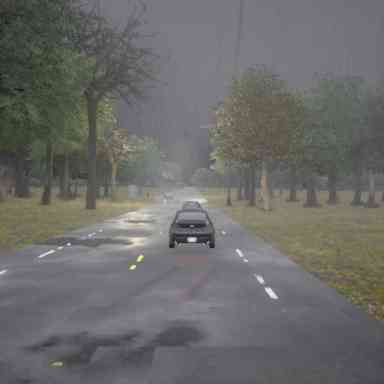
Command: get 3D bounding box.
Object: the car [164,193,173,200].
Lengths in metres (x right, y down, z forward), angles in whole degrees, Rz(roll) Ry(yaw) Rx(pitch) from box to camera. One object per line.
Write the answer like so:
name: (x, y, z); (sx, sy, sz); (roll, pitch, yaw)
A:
car: (-5.527, 1.023, 77.338); (1.812, 1.442, 4.674); (0, 1, -7)

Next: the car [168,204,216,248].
car: (0.000, 1.504, 14.650); (1.837, 1.490, 4.892); (0, 0, 0)

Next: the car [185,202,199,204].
car: (0.000, 1.537, 29.648); (1.994, 1.385, 4.181); (0, 0, 0)
